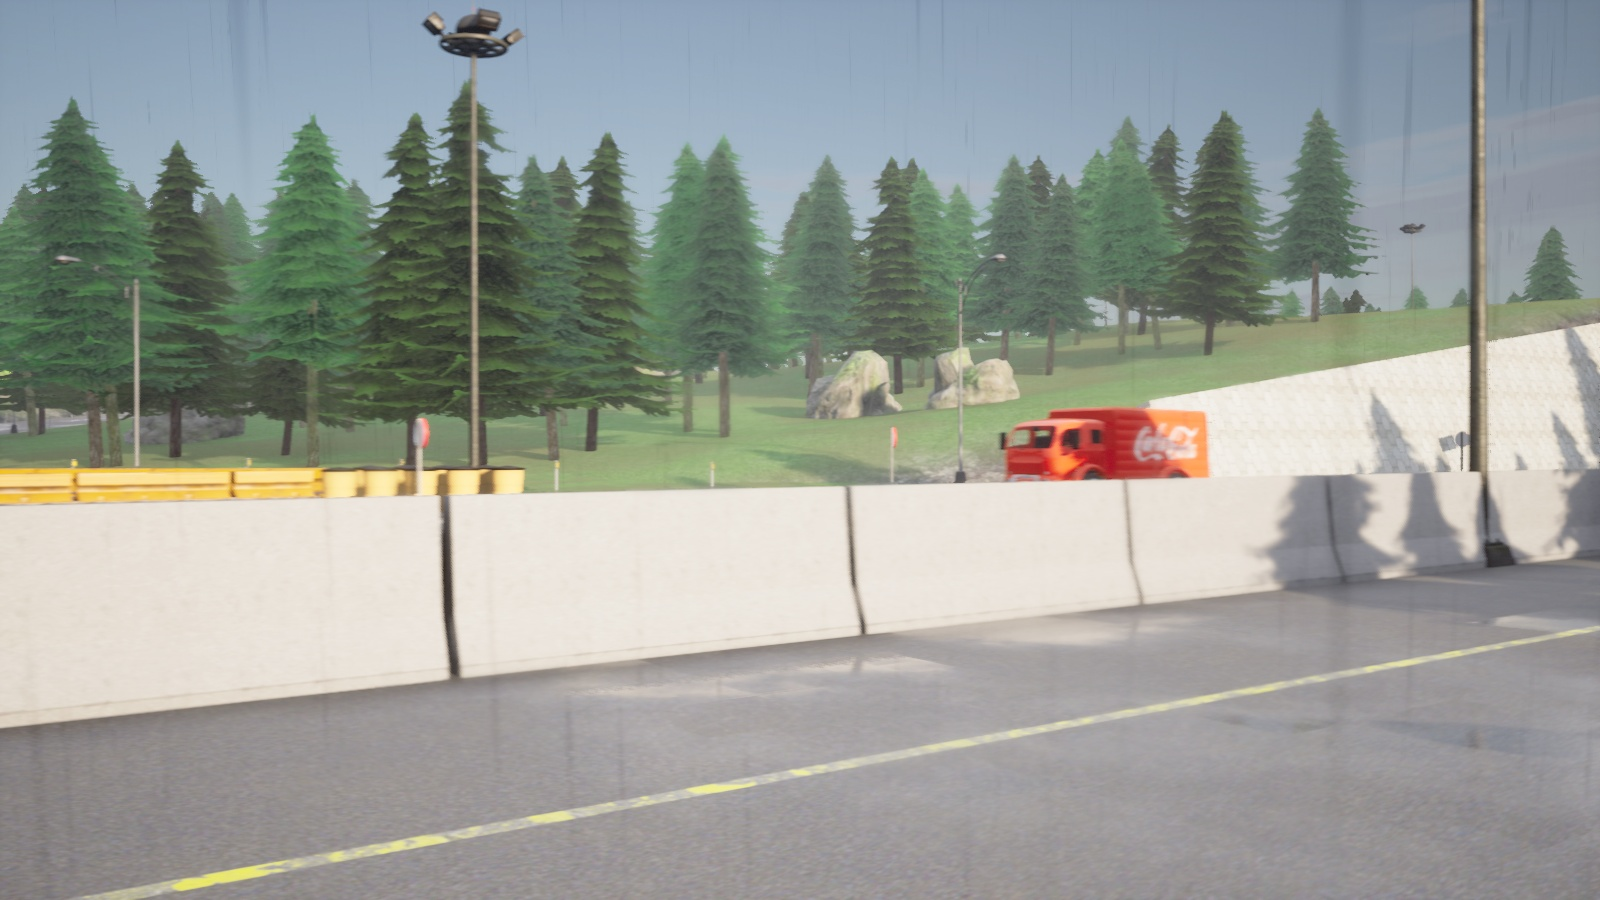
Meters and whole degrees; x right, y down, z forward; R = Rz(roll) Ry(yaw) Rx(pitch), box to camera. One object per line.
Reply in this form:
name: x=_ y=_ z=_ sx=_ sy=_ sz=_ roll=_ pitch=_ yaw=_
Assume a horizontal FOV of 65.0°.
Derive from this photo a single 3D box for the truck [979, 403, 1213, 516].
truck: x=7.089 y=0.209 z=29.921 sx=5.204 sy=2.467 sz=2.627 roll=0 pitch=0 yaw=-35
